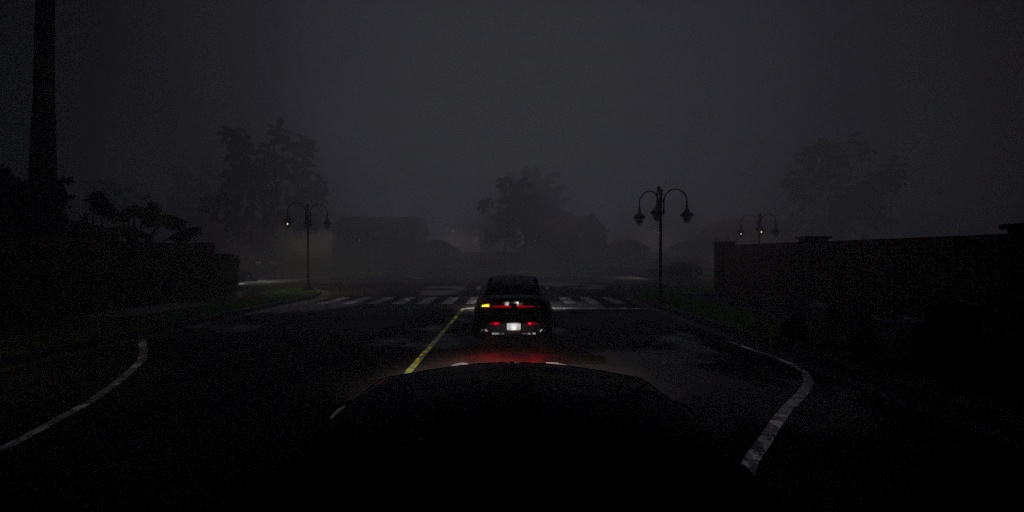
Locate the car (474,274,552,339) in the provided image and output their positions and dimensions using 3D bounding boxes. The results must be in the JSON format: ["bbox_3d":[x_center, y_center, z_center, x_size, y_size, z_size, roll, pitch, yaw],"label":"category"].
[{"bbox_3d":[0.016,1.255,10.094,1.837,1.490,4.892,0,0,-1],"label":"car"}]

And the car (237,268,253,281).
[{"bbox_3d":[-23.616,1.296,28.826,4.892,1.490,1.837,1,0,-1],"label":"car"}]

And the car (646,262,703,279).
[{"bbox_3d":[14.932,1.276,33.003,4.892,1.490,1.837,0,0,0],"label":"car"}]
